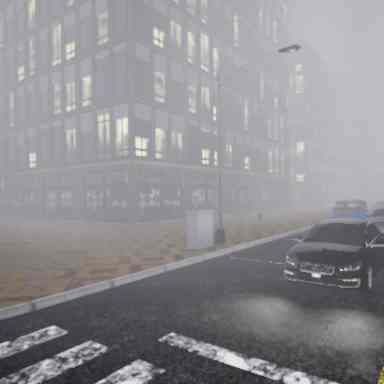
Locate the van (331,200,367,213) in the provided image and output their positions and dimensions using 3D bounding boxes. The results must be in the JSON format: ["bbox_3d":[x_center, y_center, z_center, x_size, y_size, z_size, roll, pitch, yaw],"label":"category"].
[{"bbox_3d":[10.508,1.397,22.003,1.690,1.788,3.998,-1,-1,37],"label":"van"}]

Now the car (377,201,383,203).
[{"bbox_3d":[20.441,1.595,35.326,1.947,1.339,4.313,-1,0,37],"label":"car"}]

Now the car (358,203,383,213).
[{"bbox_3d":[10.258,1.541,17.333,1.812,1.442,4.674,-1,-1,37],"label":"car"}]

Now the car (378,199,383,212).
[{"bbox_3d":[23.750,1.571,39.767,2.008,1.369,4.403,-1,0,37],"label":"car"}]

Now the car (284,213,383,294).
[{"bbox_3d":[4.105,1.536,9.085,1.837,1.490,4.892,-1,-1,37],"label":"car"}]
